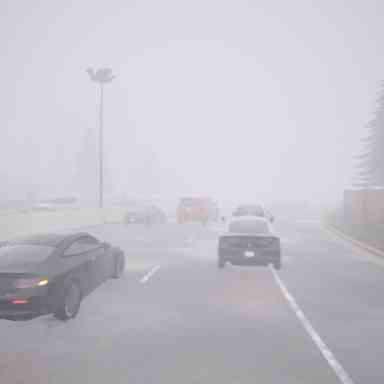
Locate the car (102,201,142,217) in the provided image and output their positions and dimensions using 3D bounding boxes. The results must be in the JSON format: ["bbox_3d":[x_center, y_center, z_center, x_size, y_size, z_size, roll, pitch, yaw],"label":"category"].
[{"bbox_3d":[-7.293,1.749,35.358,1.837,1.490,4.892,0,-1,21],"label":"car"}]

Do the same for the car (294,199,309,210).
[{"bbox_3d":[16.105,1.863,50.247,1.837,1.490,4.892,0,-1,37],"label":"car"}]

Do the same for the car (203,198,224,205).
[{"bbox_3d":[4.492,1.981,69.296,1.837,1.490,4.892,0,-1,37],"label":"car"}]

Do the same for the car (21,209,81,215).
[{"bbox_3d":[-12.573,1.432,30.923,2.150,2.045,5.566,0,0,18],"label":"car"}]

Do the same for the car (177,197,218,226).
[{"bbox_3d":[0.552,1.400,25.419,2.150,2.045,5.566,0,0,17],"label":"car"}]

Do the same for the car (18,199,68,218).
[{"bbox_3d":[-15.147,1.584,34.082,2.097,1.767,4.553,0,0,19],"label":"car"}]

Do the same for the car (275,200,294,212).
[{"bbox_3d":[10.957,1.860,41.691,1.994,1.385,4.181,0,-1,31],"label":"car"}]

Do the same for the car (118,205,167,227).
[{"bbox_3d":[-3.353,1.695,24.355,1.812,1.442,4.674,0,0,15],"label":"car"}]

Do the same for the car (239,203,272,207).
[{"bbox_3d":[3.581,1.493,20.011,2.097,1.767,4.553,0,0,14],"label":"car"}]

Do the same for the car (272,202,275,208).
[{"bbox_3d":[5.047,1.635,25.238,1.801,1.575,5.366,0,0,17],"label":"car"}]

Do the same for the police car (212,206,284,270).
[{"bbox_3d":[1.938,1.508,11.631,1.930,1.638,5.238,0,0,8],"label":"police car"}]

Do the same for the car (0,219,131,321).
[{"bbox_3d":[-2.926,1.576,7.309,1.812,1.442,4.674,0,0,5],"label":"car"}]
